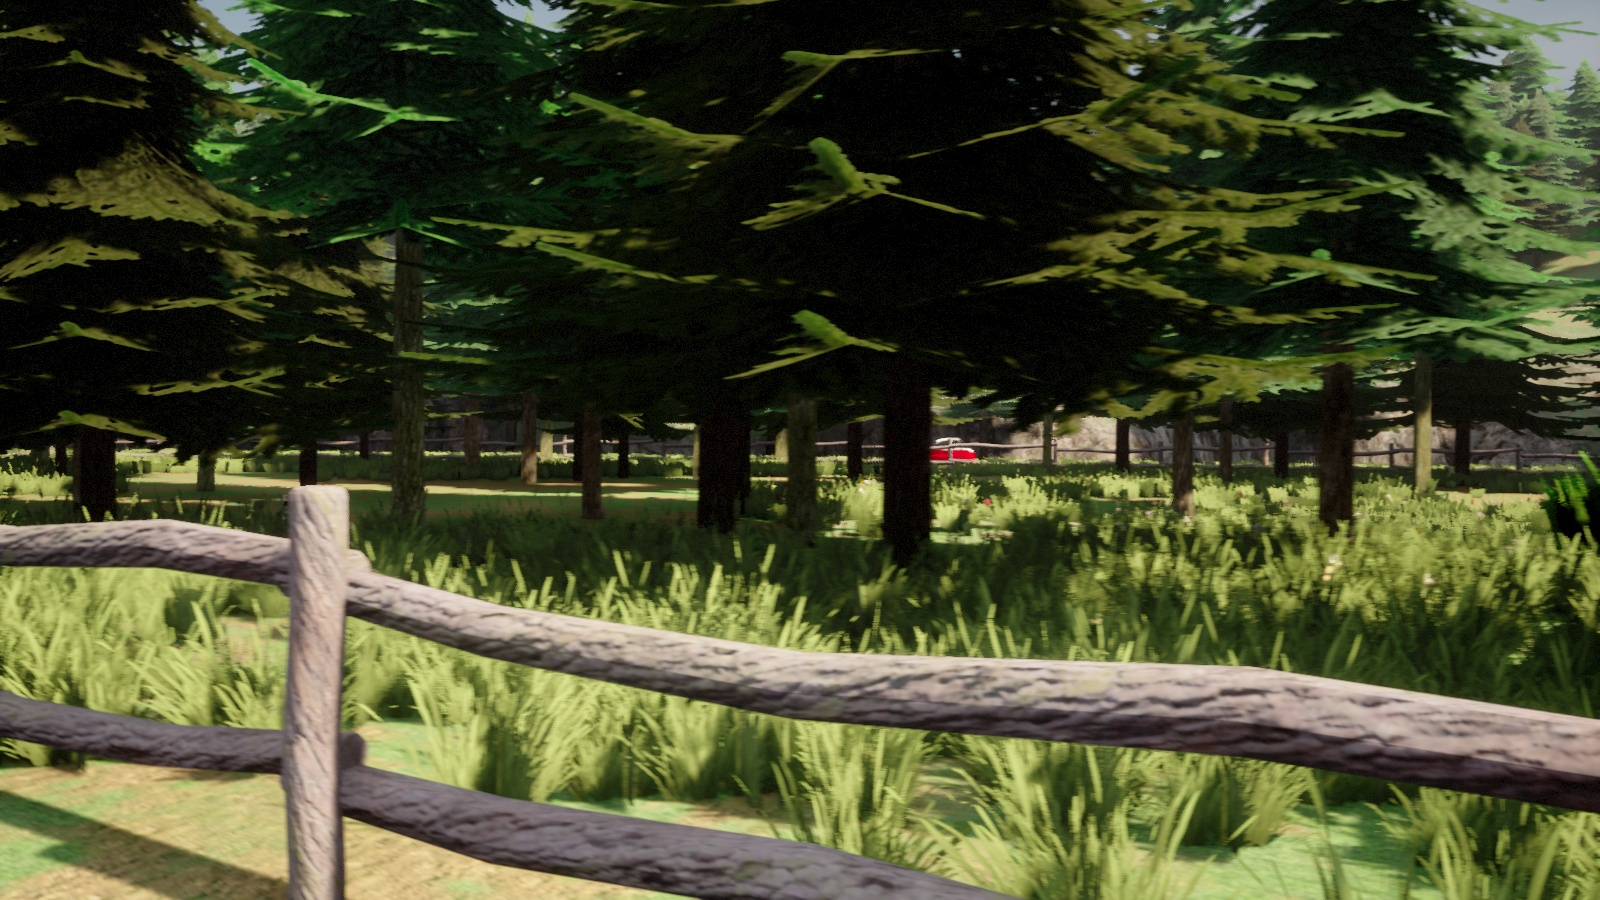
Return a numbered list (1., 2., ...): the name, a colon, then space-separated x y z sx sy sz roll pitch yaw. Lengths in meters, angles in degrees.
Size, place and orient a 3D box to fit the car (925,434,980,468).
1. car: 6.404 0.045 52.632 2.207 1.376 1.481 -1 1 10
